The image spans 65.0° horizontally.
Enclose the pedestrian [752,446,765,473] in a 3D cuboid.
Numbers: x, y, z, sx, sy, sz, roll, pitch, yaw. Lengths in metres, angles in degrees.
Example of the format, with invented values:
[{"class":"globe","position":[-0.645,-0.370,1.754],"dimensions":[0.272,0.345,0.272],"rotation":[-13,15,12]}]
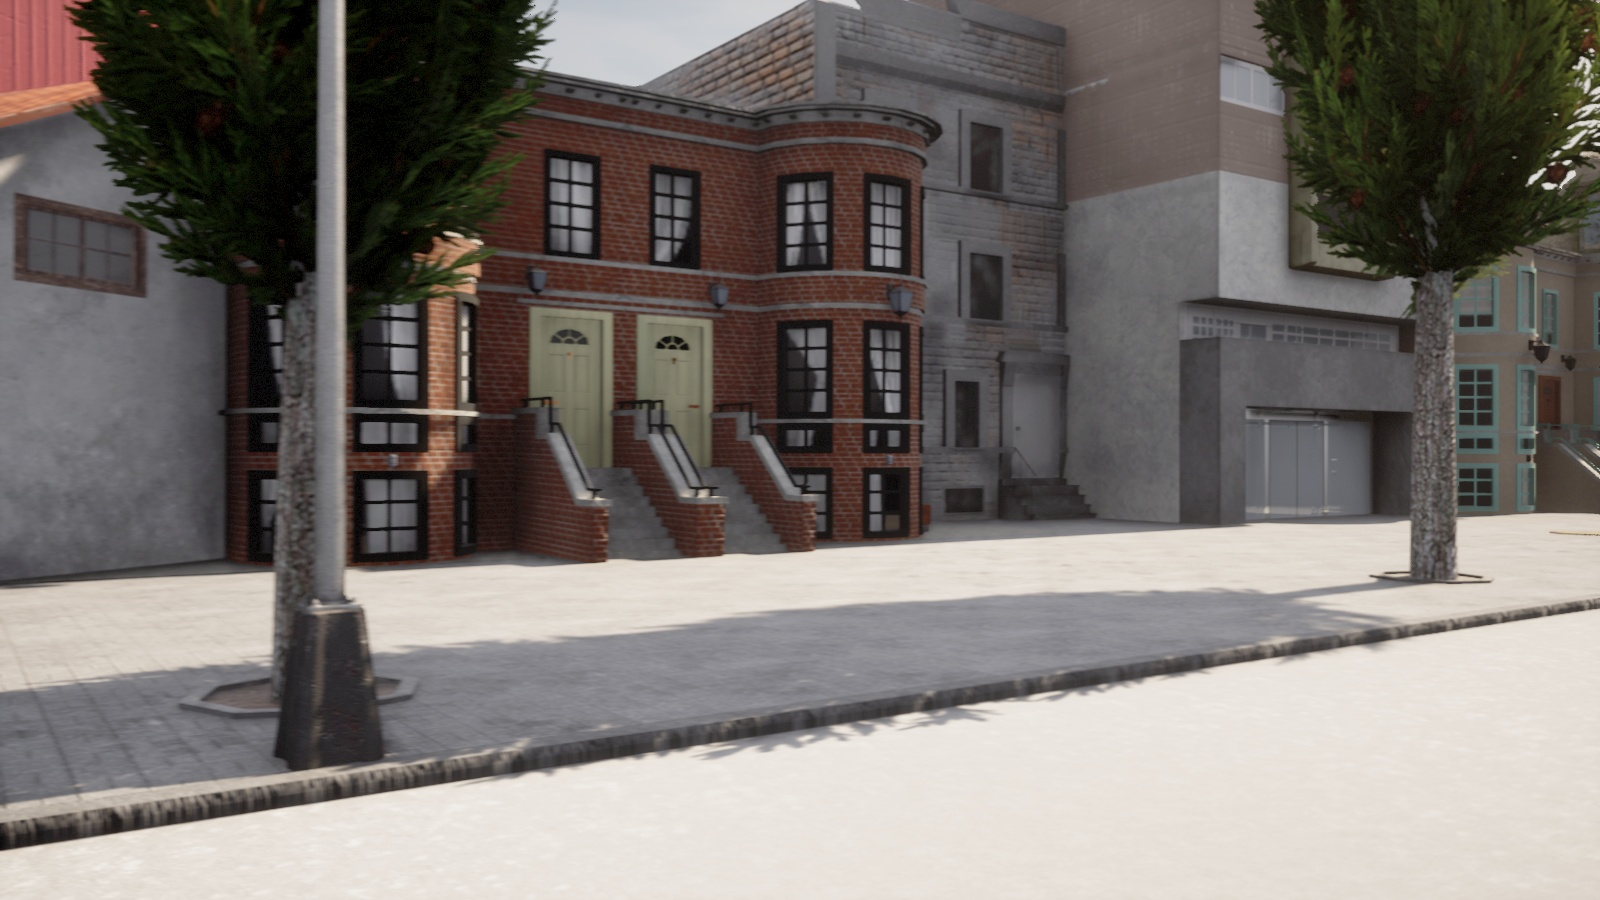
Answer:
[{"class":"pedestrian","position":[-2.987,0.683,90.433],"dimensions":[0.659,1.952,0.873],"rotation":[0,0,-22]}]
